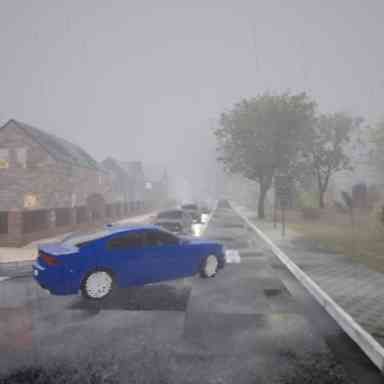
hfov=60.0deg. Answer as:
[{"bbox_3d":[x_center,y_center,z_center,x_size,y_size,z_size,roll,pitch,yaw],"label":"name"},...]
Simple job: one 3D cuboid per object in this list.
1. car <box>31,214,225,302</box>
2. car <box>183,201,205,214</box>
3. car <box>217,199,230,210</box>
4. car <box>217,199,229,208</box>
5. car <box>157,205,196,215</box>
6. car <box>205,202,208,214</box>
[{"bbox_3d":[-1.352,1.560,8.582,5.008,1.535,1.882,0,1,-37],"label":"car"},{"bbox_3d":[-0.148,1.768,28.334,1.837,1.490,4.892,0,0,5],"label":"car"},{"bbox_3d":[5.013,1.868,53.055,2.097,1.767,4.553,0,-1,5],"label":"car"},{"bbox_3d":[5.952,2.129,63.606,2.128,1.511,4.902,0,-1,5],"label":"car"},{"bbox_3d":[-1.099,1.675,18.357,1.837,1.490,4.892,0,-1,7],"label":"car"},{"bbox_3d":[1.060,1.893,41.722,2.128,1.511,4.902,0,-1,5],"label":"car"}]
